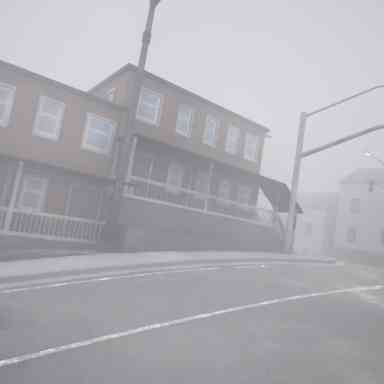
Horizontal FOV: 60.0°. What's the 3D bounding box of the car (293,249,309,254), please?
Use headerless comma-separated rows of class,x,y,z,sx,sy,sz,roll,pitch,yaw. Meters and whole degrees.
car,8.813,5.841,30.354,2.128,1.511,4.902,13,-16,-34
